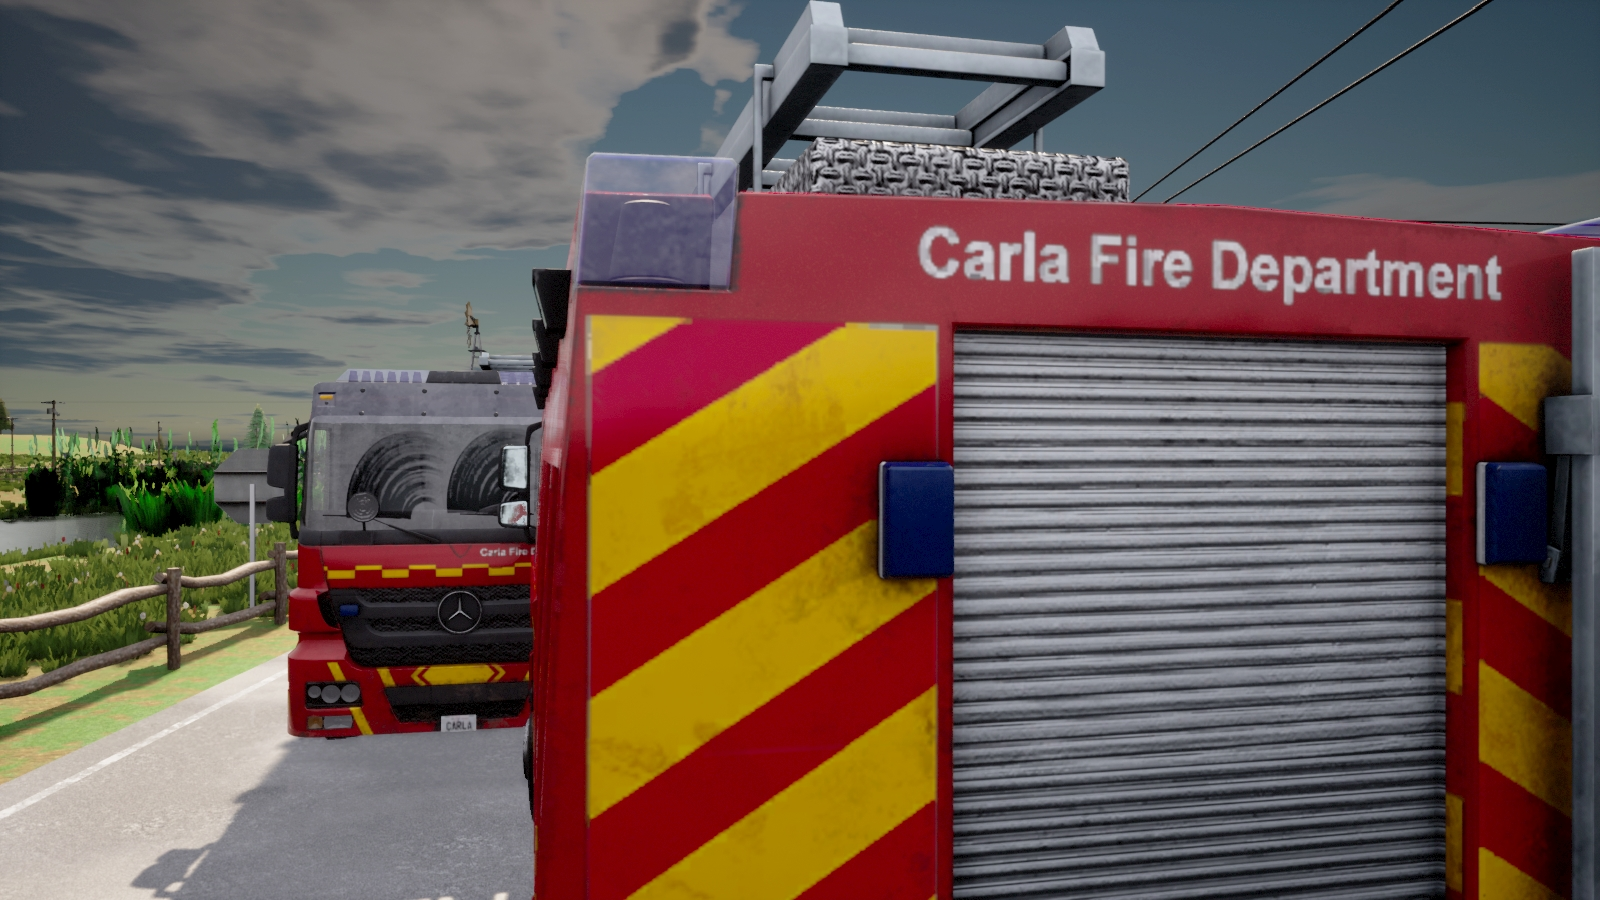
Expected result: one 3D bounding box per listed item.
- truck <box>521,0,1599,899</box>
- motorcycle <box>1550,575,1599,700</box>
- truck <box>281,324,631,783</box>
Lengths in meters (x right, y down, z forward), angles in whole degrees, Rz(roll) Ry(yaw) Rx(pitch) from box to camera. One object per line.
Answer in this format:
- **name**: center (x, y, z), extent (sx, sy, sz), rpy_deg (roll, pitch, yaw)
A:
- **truck**: center (-0.148, 0.866, 6.872), extent (2.891, 3.827, 8.468), rpy_deg (0, 0, -13)
- **motorcycle**: center (9.818, 2.142, 13.187), extent (1.805, 1.316, 0.856), rpy_deg (0, 0, -7)
- **truck**: center (-3.884, 0.862, 13.981), extent (2.891, 3.827, 8.468), rpy_deg (0, 0, -13)
